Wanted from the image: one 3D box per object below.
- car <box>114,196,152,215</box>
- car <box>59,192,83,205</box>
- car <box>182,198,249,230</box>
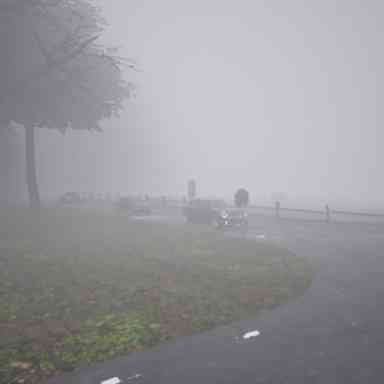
[{"bbox_3d":[-5.311,1.182,29.521,1.837,1.490,4.892,-1,2,-36],"label":"car"},{"bbox_3d":[-16.367,0.765,44.911,2.097,1.767,4.553,0,1,-35],"label":"car"},{"bbox_3d":[1.329,1.216,20.303,2.097,1.767,4.553,0,1,-36],"label":"car"}]
